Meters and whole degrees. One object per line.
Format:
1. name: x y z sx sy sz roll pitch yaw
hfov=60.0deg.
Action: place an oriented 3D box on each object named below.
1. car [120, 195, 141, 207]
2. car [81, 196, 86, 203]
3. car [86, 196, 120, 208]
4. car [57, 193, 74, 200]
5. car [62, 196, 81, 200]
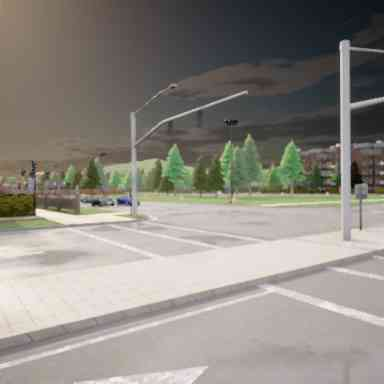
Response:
1. car: -8.827 1.202 45.913 1.882 1.535 5.008 -1 1 -36
2. car: -18.043 1.326 58.630 1.895 1.301 4.718 -1 1 -36
3. car: -11.852 1.264 44.120 2.128 1.511 4.902 -1 1 -36
4. car: -26.961 0.882 70.955 2.033 1.411 5.357 -1 1 -36
5. car: -21.122 1.376 56.903 1.895 1.301 4.718 -1 1 -36
